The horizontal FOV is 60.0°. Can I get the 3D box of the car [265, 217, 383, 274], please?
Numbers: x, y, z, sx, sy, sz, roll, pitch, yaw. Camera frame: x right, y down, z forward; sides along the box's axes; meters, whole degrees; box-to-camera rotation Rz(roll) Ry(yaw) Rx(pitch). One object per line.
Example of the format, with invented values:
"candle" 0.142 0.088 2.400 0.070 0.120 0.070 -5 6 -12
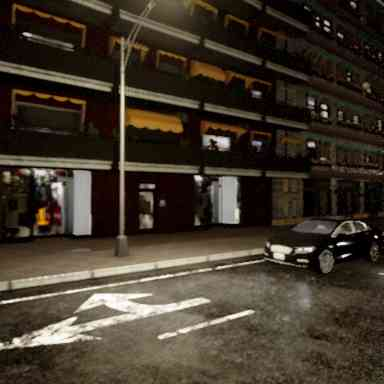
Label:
"car" 4.469 1.605 11.006 4.902 1.511 2.128 1 -1 -37
